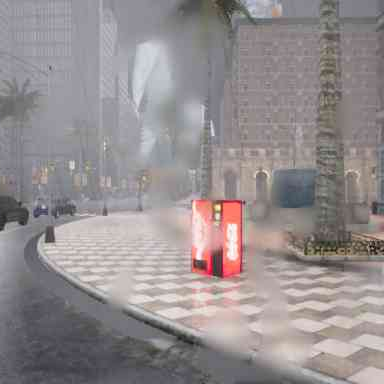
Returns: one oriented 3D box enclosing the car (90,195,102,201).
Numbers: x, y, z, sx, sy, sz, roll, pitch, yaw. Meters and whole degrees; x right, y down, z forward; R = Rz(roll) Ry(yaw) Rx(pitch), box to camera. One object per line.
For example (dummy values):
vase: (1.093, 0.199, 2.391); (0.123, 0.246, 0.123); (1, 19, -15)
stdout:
car: (-24.290, 1.513, 84.688); (2.161, 1.482, 4.786); (0, 0, 1)

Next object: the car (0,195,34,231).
car: (-12.211, 1.221, 20.787); (2.150, 2.045, 5.566); (0, 0, -6)

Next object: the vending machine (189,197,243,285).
vending machine: (0.636, 1.195, 8.717); (1.100, 2.100, 0.880); (0, 0, -43)

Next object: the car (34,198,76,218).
car: (-12.430, 1.352, 30.414); (2.097, 1.767, 4.553); (0, 0, 5)
